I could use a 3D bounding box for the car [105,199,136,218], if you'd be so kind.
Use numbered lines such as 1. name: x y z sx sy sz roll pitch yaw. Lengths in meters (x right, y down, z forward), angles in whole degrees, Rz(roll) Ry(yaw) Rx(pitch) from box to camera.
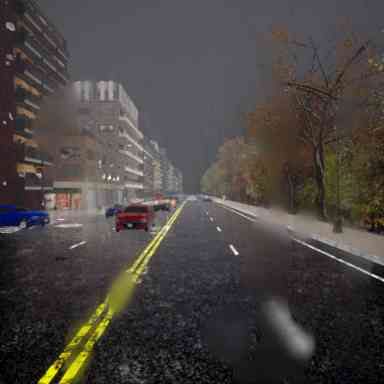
1. car: -6.589 1.646 30.763 1.895 1.301 4.718 0 1 0

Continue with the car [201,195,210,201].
1. car: 3.270 1.473 80.198 2.033 1.411 5.357 0 0 0

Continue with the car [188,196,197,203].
1. car: 0.017 1.605 70.229 1.895 1.301 4.718 0 0 0

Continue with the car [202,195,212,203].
1. car: 3.267 1.605 70.229 1.895 1.301 4.718 0 0 0

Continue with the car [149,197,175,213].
1. car: -3.339 1.604 37.485 1.895 1.301 4.718 0 0 0

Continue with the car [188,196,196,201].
1. car: 0.019 1.529 80.229 1.895 1.301 4.718 0 0 0

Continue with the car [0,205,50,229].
1. car: -11.944 1.614 22.115 5.008 1.535 1.882 -1 0 12

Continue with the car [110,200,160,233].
1. car: -3.352 1.519 20.452 1.882 1.535 5.008 0 0 0

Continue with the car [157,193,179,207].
1. car: -3.334 1.360 47.312 2.097 1.767 4.553 0 0 0

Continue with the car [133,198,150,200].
1. car: -6.589 1.495 40.056 2.128 1.511 4.902 0 0 0

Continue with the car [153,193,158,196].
1. car: -6.501 1.238 66.904 2.150 2.045 5.566 0 0 0
